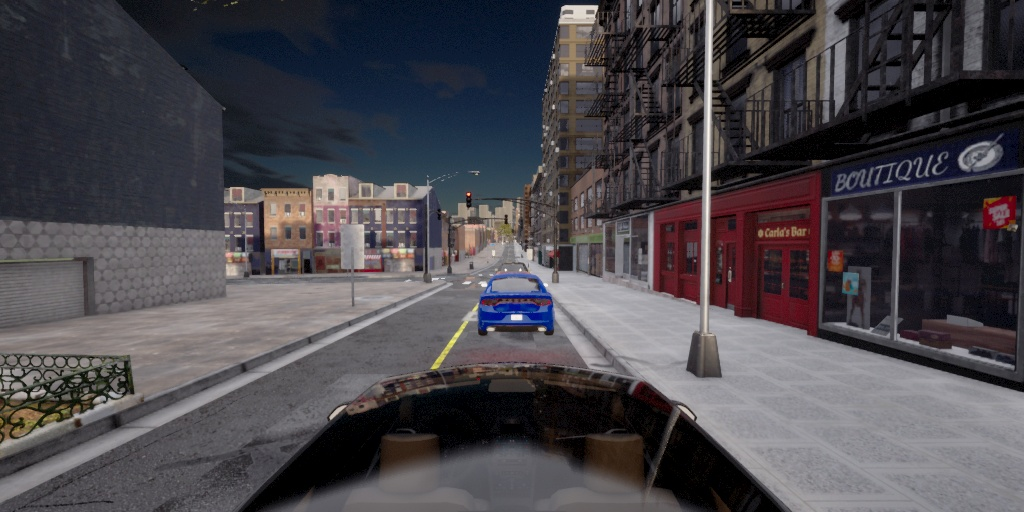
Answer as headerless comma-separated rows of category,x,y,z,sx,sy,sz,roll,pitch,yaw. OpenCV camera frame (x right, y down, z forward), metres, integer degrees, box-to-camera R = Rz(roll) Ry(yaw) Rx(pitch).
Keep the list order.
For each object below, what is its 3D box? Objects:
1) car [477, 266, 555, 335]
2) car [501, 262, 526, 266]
car,0.087,1.229,10.502,1.882,1.535,5.008,0,0,0
car,0.054,1.109,20.495,2.097,1.767,4.553,0,0,0
